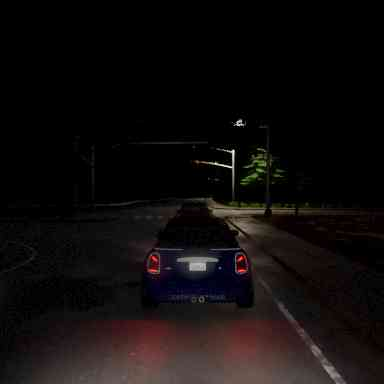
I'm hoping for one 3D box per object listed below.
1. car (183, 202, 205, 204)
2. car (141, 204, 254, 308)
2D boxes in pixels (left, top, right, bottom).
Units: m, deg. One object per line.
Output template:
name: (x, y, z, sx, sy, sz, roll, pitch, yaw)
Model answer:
car: (0.106, 1.338, 18.181, 2.097, 1.767, 4.553, 0, 0, 0)
car: (0.101, 1.347, 8.060, 2.097, 1.767, 4.553, 0, 0, 0)
